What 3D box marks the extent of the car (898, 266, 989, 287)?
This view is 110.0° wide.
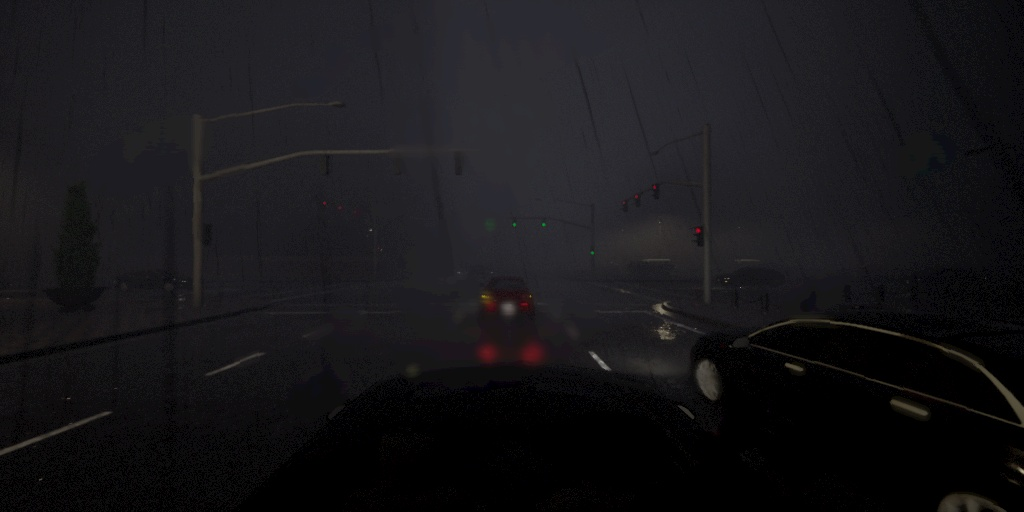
[{"bbox_3d":[33.756,1.690,28.123,5.357,1.411,2.033,0,-1,0],"label":"car"}]

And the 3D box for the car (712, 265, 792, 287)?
[{"bbox_3d":[18.552,1.650,28.029,4.892,1.490,1.837,0,-1,0],"label":"car"}]

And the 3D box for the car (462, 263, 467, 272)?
[{"bbox_3d":[-7.967,2.030,61.672,2.128,1.511,4.902,0,-1,0],"label":"car"}]

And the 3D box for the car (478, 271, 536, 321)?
[{"bbox_3d":[-0.219,1.428,13.075,1.812,1.442,4.674,0,-1,-3],"label":"car"}]

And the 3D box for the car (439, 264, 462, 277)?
[{"bbox_3d":[-7.734,1.872,44.216,1.994,1.385,4.181,0,-1,-1],"label":"car"}]

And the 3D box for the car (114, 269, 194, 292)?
[{"bbox_3d":[-23.632,1.609,24.057,4.892,1.490,1.837,0,-1,0],"label":"car"}]

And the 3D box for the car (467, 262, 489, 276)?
[{"bbox_3d":[-4.338,1.865,46.646,1.812,1.442,4.674,0,-1,-1],"label":"car"}]

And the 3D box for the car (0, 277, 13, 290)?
[{"bbox_3d":[-36.469,1.670,23.979,4.181,1.385,1.994,0,-1,0],"label":"car"}]

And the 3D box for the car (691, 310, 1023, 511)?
[{"bbox_3d":[3.576,1.277,3.390,1.837,1.490,4.892,0,0,0],"label":"car"}]
